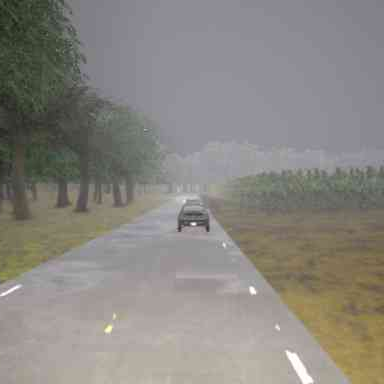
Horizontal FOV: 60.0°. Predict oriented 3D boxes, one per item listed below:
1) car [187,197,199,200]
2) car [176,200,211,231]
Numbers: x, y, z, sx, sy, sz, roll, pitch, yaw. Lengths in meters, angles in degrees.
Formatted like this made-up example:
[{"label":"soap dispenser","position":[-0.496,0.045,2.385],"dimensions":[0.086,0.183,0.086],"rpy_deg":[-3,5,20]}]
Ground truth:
[{"label":"car","position":[0.093,1.395,42.814],"dimensions":[2.128,1.511,4.902],"rpy_deg":[0,0,0]},{"label":"car","position":[0.096,1.482,20.490],"dimensions":[1.837,1.490,4.892],"rpy_deg":[0,0,0]}]
